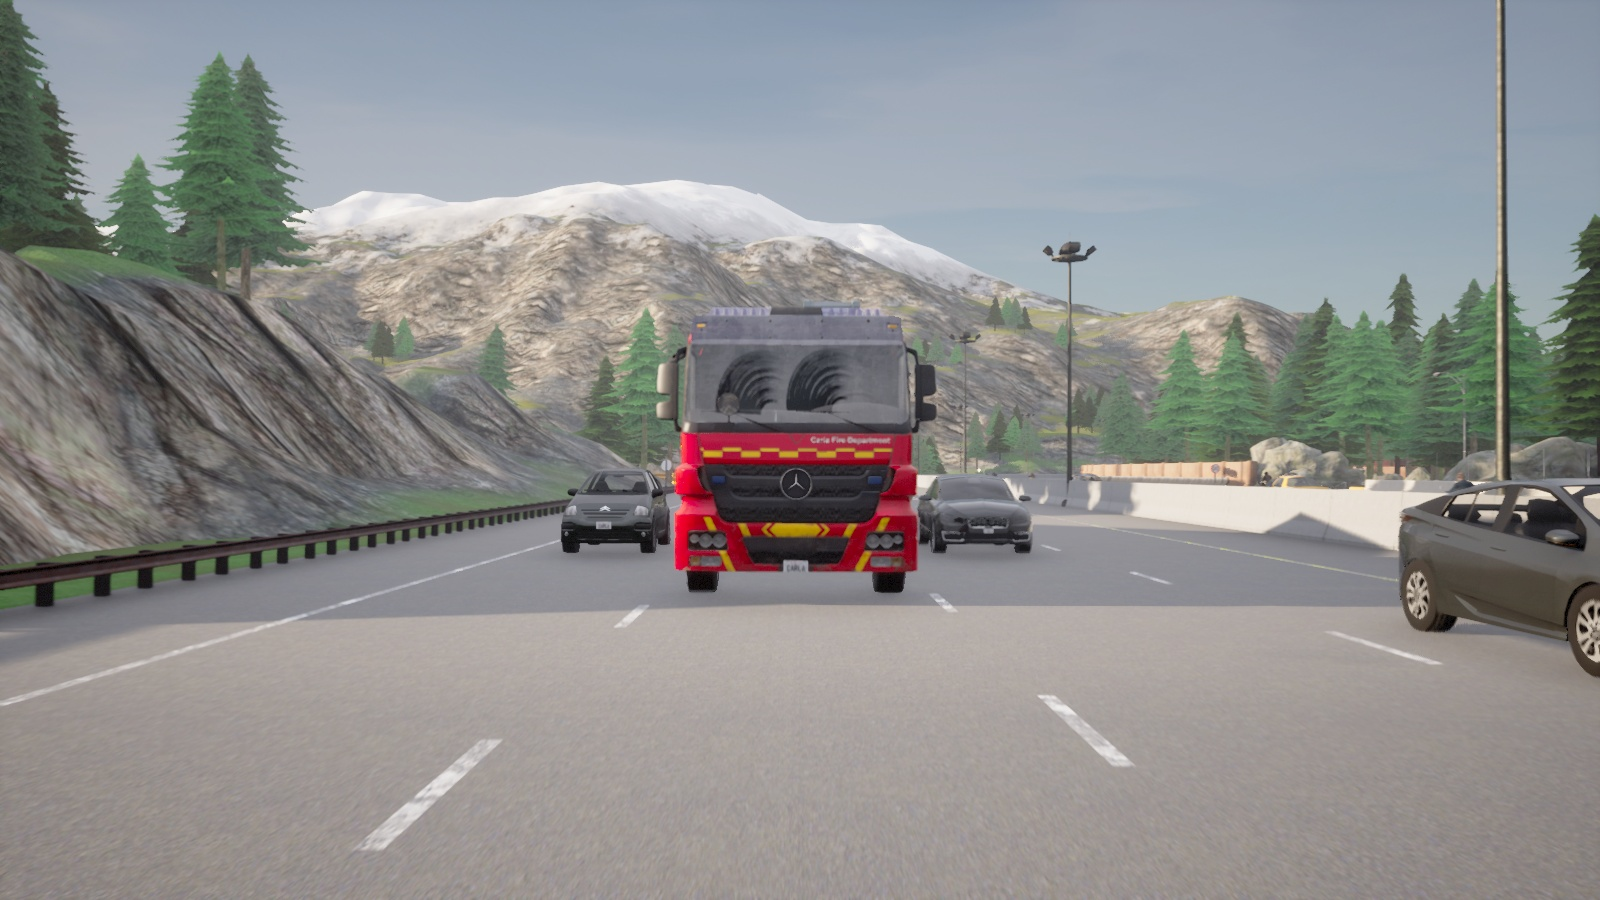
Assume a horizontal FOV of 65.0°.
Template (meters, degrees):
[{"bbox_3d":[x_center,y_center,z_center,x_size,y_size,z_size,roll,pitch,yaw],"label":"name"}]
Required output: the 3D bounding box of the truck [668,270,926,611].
[{"bbox_3d":[-0.049,-0.043,18.350,2.891,3.827,8.468,0,-1,0],"label":"truck"}]

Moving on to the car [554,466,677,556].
[{"bbox_3d":[-3.561,1.143,24.847,1.851,1.617,3.988,0,-1,0],"label":"car"}]

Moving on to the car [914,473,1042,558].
[{"bbox_3d":[3.439,1.226,25.148,1.837,1.490,4.892,0,-1,0],"label":"car"}]

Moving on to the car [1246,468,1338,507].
[{"bbox_3d":[20.870,1.566,53.525,1.801,1.575,5.366,0,-1,0],"label":"car"}]

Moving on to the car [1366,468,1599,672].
[{"bbox_3d":[6.973,0.917,10.952,2.007,1.525,4.514,0,-1,0],"label":"car"}]

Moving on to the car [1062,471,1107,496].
[{"bbox_3d":[17.315,2.042,76.635,1.816,1.474,4.193,0,-1,0],"label":"car"}]
